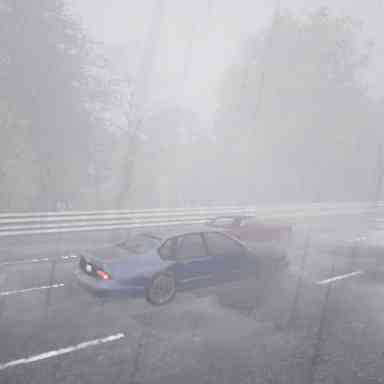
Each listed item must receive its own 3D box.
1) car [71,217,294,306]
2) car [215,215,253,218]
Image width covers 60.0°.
[{"bbox_3d":[-0.006,1.556,8.037,5.357,1.411,2.033,0,0,-35],"label":"car"},{"bbox_3d":[2.115,1.618,13.846,4.718,1.301,1.895,0,0,-35],"label":"car"}]
